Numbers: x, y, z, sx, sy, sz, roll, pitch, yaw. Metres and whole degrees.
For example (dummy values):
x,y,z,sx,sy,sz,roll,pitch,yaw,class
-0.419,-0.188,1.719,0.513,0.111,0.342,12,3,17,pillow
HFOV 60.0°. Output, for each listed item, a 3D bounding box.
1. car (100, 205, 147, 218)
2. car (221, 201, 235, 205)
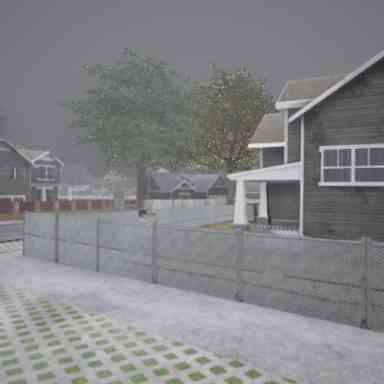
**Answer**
x,y,z,sx,sy,sz,roll,pitch,yaw,class
-6.368,1.871,31.114,1.895,1.301,4.718,1,0,29,car
6.042,2.022,48.946,1.882,1.535,5.008,1,0,41,car
